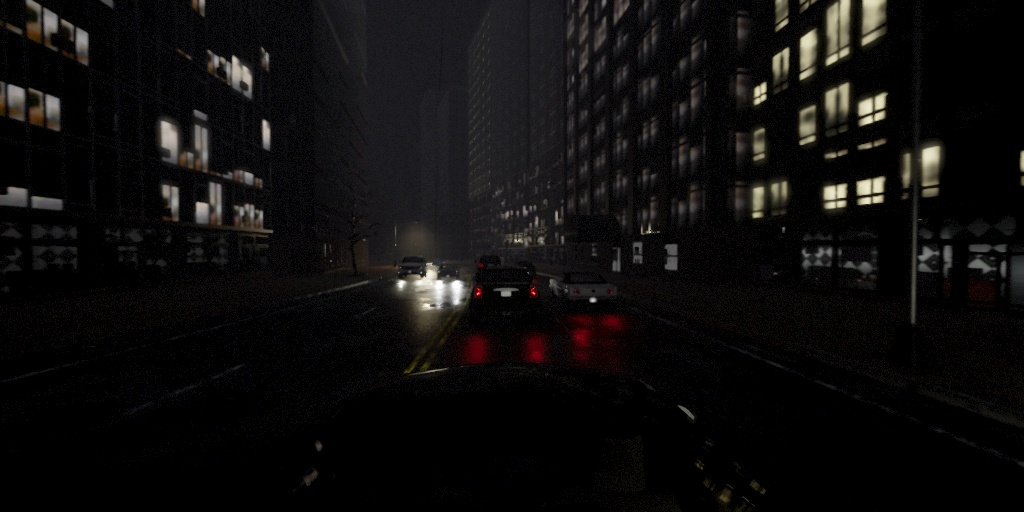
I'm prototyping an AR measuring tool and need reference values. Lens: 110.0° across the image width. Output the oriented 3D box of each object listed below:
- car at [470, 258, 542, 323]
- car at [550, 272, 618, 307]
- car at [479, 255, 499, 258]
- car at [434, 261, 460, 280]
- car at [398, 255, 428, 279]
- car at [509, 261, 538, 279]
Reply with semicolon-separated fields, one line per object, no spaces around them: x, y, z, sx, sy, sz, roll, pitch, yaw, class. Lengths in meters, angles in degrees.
-0.269;1.091;12.320;2.097;1.767;4.553;0;0;-3;car
2.832;1.327;15.344;1.895;1.301;4.718;0;0;-4;car
-2.151;0.941;32.249;2.150;2.045;5.566;0;0;-8;car
-5.516;1.336;31.432;1.895;1.301;4.718;0;0;-8;car
-8.998;0.971;32.865;2.150;2.045;5.566;0;0;-8;car
0.979;1.209;33.188;1.837;1.490;4.892;0;0;-8;car
